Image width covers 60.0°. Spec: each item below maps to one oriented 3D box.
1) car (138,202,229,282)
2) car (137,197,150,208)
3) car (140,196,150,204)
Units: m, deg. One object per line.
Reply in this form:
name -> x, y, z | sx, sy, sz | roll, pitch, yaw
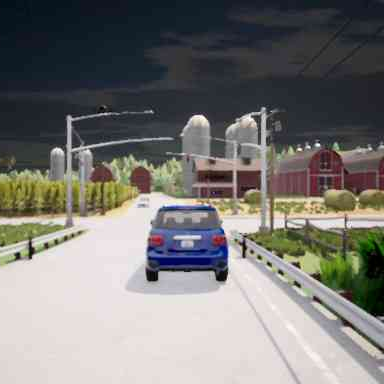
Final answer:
car -> -0.174, 1.430, 10.522 | 2.150, 2.045, 5.566 | 0, -2, -1
car -> -7.614, 1.731, 52.395 | 1.812, 1.442, 4.674 | 0, 1, -7
car -> -9.629, 1.613, 67.862 | 1.994, 1.385, 4.181 | 0, 1, -8
